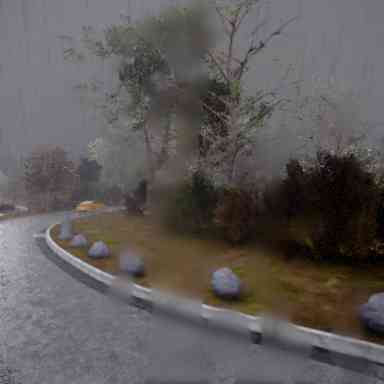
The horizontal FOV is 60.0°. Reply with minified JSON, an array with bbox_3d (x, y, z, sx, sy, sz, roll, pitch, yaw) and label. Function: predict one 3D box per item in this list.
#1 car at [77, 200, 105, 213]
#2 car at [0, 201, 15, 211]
[{"bbox_3d":[-12.694,1.808,42.107,1.882,1.535,5.008,0,1,9],"label":"car"},{"bbox_3d":[-26.015,1.962,46.886,1.895,1.301,4.718,0,0,-26],"label":"car"}]
